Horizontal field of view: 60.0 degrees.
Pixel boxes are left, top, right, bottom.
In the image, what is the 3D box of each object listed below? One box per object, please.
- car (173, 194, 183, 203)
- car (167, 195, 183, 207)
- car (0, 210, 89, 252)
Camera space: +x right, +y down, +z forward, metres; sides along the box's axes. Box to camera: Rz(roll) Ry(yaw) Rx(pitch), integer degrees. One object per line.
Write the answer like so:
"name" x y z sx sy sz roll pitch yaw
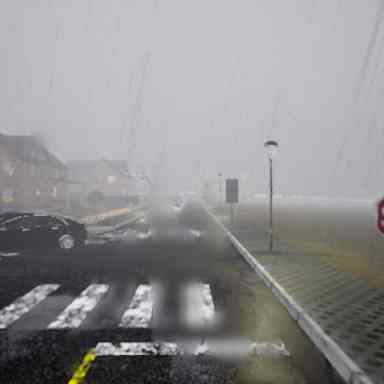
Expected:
"car" -2.947 1.401 70.337 2.097 1.767 4.553 0 0 0
"car" -2.895 1.536 51.665 2.128 1.511 4.902 0 0 0
"car" -6.358 1.456 12.392 4.892 1.490 1.837 3 3 -40
